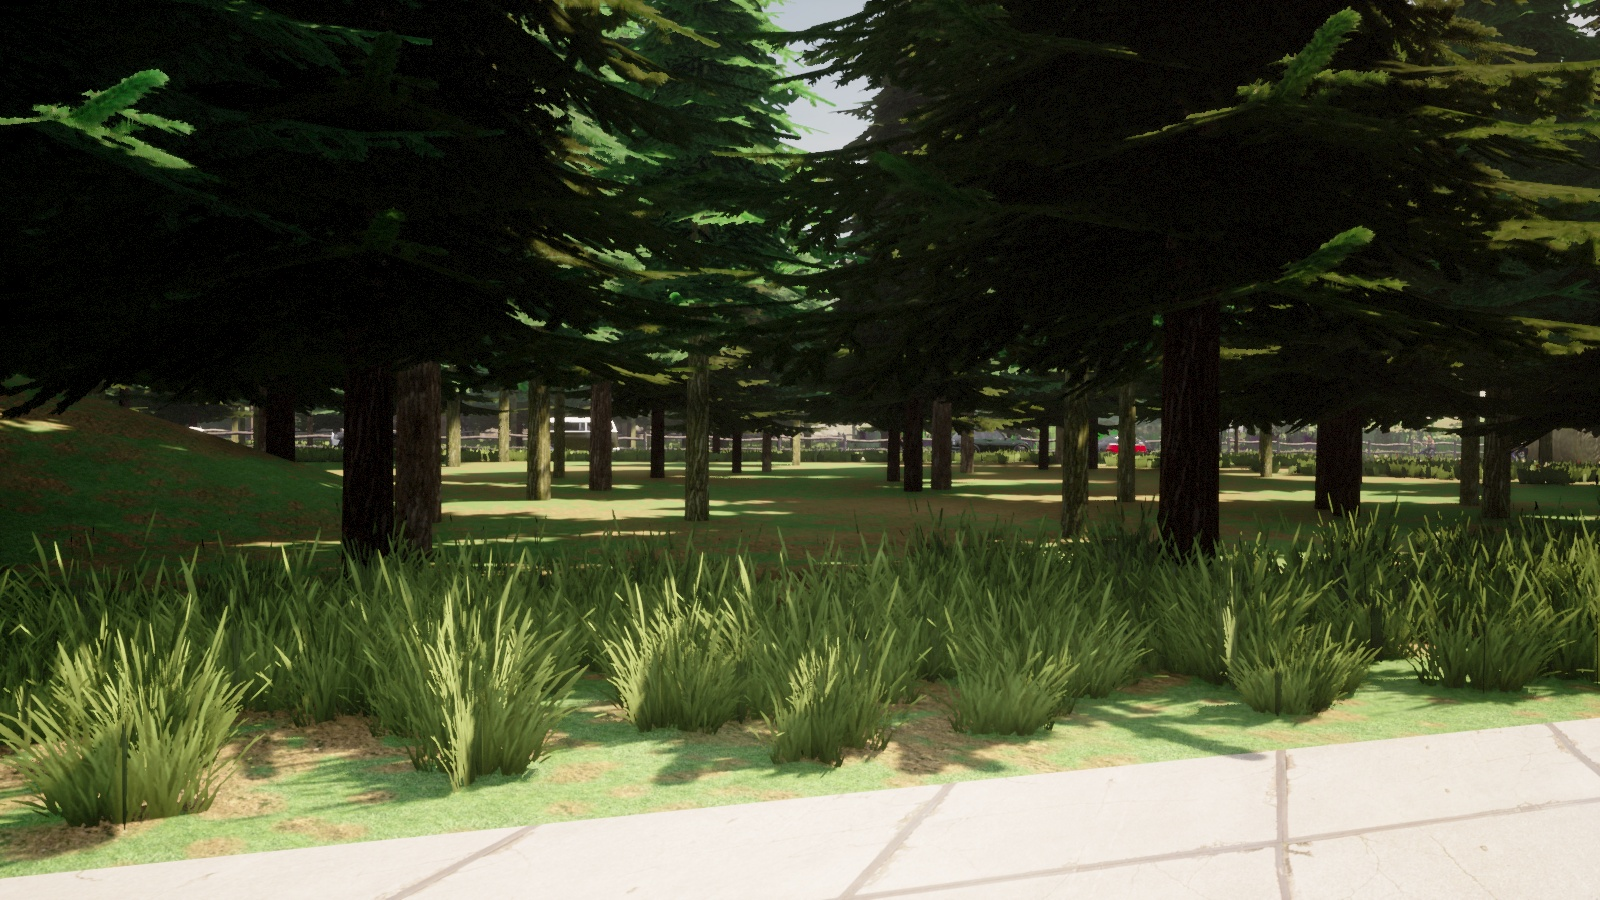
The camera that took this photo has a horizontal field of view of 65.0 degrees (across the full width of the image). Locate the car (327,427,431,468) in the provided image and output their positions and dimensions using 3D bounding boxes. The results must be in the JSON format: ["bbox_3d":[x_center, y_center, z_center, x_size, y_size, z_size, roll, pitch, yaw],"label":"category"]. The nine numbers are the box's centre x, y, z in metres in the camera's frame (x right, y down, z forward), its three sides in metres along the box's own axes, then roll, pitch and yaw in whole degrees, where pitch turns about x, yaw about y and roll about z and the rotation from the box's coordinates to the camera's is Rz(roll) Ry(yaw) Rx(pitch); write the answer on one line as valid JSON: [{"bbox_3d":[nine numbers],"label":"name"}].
[{"bbox_3d":[-20.162,-0.146,60.132,4.605,1.855,1.932,-1,1,-21],"label":"car"}]

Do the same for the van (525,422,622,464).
[{"bbox_3d":[-11.461,-0.387,63.432,4.480,2.038,2.069,-1,1,-21],"label":"van"}]

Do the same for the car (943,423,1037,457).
[{"bbox_3d":[10.253,-0.567,67.888,4.553,1.767,2.097,-1,1,-20],"label":"car"}]

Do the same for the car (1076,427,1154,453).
[{"bbox_3d":[18.708,-0.612,74.554,4.193,1.474,1.816,-1,1,-19],"label":"car"}]

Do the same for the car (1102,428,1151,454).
[{"bbox_3d":[18.402,-0.506,70.731,2.207,1.376,1.481,-2,1,-19],"label":"car"}]
